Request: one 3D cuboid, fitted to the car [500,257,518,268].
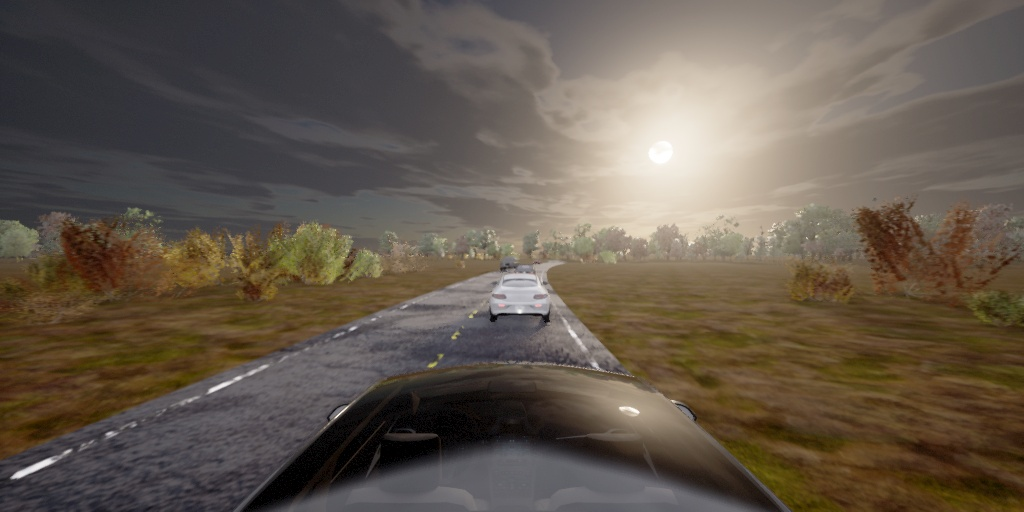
[{"bbox_3d":[-0.282,1.100,49.476,2.150,2.045,5.566,0,-1,7],"label":"car"}]

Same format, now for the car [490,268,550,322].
[{"bbox_3d":[0.276,1.304,12.348,1.812,1.442,4.674,0,0,1],"label":"car"}]

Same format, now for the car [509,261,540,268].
[{"bbox_3d":[1.142,1.374,30.314,2.033,1.411,5.357,0,0,4],"label":"car"}]
